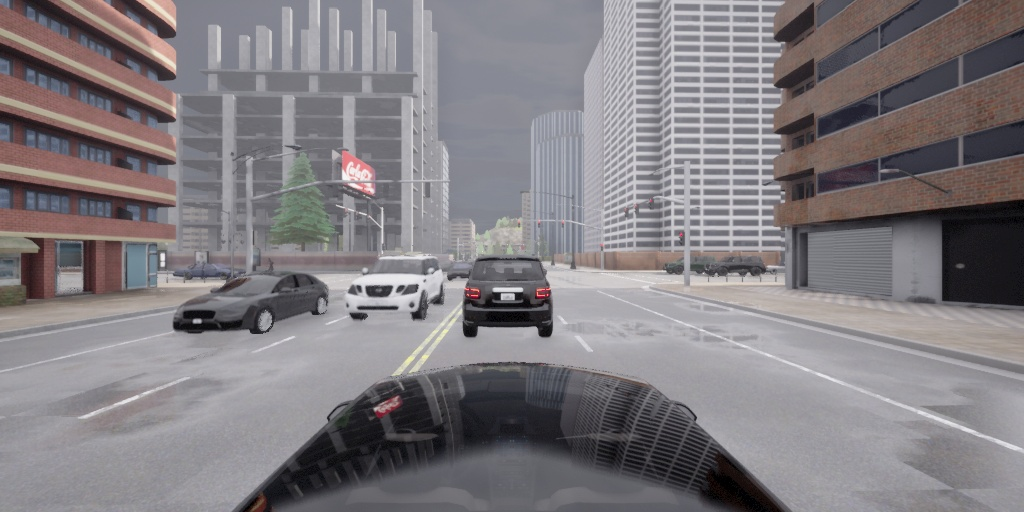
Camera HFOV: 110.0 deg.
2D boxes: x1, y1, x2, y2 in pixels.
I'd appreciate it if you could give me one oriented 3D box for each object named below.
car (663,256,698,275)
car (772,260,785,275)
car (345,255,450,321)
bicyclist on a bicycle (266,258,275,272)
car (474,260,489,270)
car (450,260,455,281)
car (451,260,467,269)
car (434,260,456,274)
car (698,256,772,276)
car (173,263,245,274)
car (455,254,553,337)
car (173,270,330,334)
[{"bbox_3d":[19.393,0.972,38.985,5.566,2.045,2.150,0,0,-1],"label":"car"},{"bbox_3d":[29.523,1.351,39.234,4.718,1.301,1.895,0,0,-1],"label":"car"},{"bbox_3d":[-3.815,0.973,12.784,2.150,2.045,5.566,0,0,-1],"label":"car"},{"bbox_3d":[-28.696,1.051,42.535,0.582,1.620,1.656,0,0,-1],"label":"bicyclist on a bicycle"},{"bbox_3d":[-4.655,1.314,54.631,1.994,1.385,4.181,0,0,-1],"label":"car"},{"bbox_3d":[-4.164,1.297,30.143,2.033,1.411,5.357,0,0,-1],"label":"car"},{"bbox_3d":[-8.172,1.313,55.519,1.994,1.385,4.181,0,0,-1],"label":"car"},{"bbox_3d":[-7.923,1.255,42.845,1.837,1.490,4.892,0,0,-1],"label":"car"},{"bbox_3d":[22.003,0.971,35.555,5.566,2.045,2.150,0,0,-2],"label":"car"},{"bbox_3d":[-25.618,1.297,30.627,5.357,1.411,2.033,0,0,-1],"label":"car"},{"bbox_3d":[-0.118,0.971,10.407,2.150,2.045,5.566,0,0,-1],"label":"car"},{"bbox_3d":[-7.269,1.255,10.656,1.837,1.490,4.892,0,0,-1],"label":"car"}]
